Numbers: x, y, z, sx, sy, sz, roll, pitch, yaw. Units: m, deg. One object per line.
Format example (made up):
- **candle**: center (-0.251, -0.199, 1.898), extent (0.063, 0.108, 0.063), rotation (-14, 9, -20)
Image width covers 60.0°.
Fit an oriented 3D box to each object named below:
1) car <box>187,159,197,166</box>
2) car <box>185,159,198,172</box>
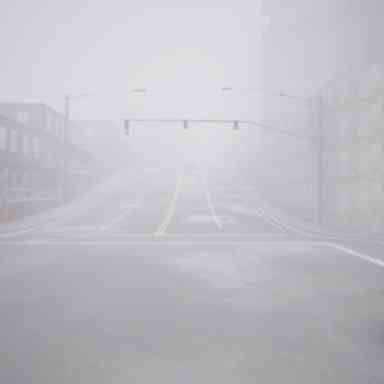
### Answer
- **car**: center (-0.011, -5.798, 65.236), extent (1.994, 1.385, 4.181), rotation (0, 4, 0)
- **car**: center (-0.009, -4.472, 55.195), extent (2.097, 1.767, 4.553), rotation (0, 12, 0)
